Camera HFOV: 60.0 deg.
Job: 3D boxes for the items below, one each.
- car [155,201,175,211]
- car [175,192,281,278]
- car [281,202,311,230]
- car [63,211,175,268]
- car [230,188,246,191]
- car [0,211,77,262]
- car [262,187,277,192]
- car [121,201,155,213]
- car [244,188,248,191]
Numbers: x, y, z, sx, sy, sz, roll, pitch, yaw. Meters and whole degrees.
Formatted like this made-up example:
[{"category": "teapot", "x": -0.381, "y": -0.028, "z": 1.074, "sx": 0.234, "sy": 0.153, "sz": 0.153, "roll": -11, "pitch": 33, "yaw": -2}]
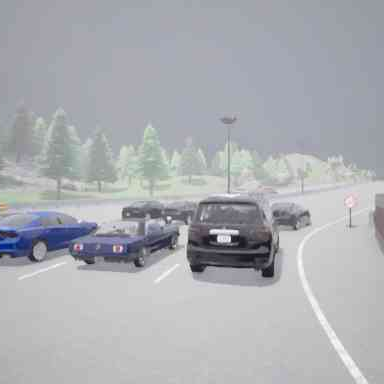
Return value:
[{"category": "car", "x": -0.204, "y": 1.413, "z": 23.515, "sx": 1.837, "sy": 1.490, "sz": 4.892, "roll": 0, "pitch": 0, "yaw": 32}, {"category": "car", "x": 1.468, "y": 1.144, "z": 10.168, "sx": 2.150, "sy": 2.045, "sz": 5.566, "roll": 0, "pitch": 0, "yaw": 16}, {"category": "car", "x": 5.744, "y": 1.367, "z": 19.825, "sx": 1.837, "sy": 1.490, "sz": 4.892, "roll": 0, "pitch": 0, "yaw": 32}, {"category": "car", "x": -1.897, "y": 1.532, "z": 11.127, "sx": 1.895, "sy": 1.301, "sz": 4.718, "roll": 0, "pitch": 0, "yaw": 16}, {"category": "car", "x": 11.197, "y": 0.067, "z": 77.280, "sx": 2.150, "sy": 2.045, "sz": 5.566, "roll": 0, "pitch": 2, "yaw": 35}, {"category": "car", "x": -5.273, "y": 1.429, "z": 12.057, "sx": 1.882, "sy": 1.535, "sz": 5.008, "roll": 0, "pitch": 0, "yaw": 16}, {"category": "car", "x": 16.966, "y": 0.023, "z": 73.315, "sx": 2.150, "sy": 2.045, "sz": 5.566, "roll": 0, "pitch": 2, "yaw": 35}, {"category": "car", "x": -3.179, "y": 1.405, "z": 25.360, "sx": 1.882, "sy": 1.535, "sz": 5.008, "roll": 0, "pitch": 0, "yaw": 32}, {"category": "car", "x": 14.106, "y": 0.372, "z": 75.330, "sx": 1.994, "sy": 1.385, "sz": 4.181, "roll": 0, "pitch": 2, "yaw": 35}]
